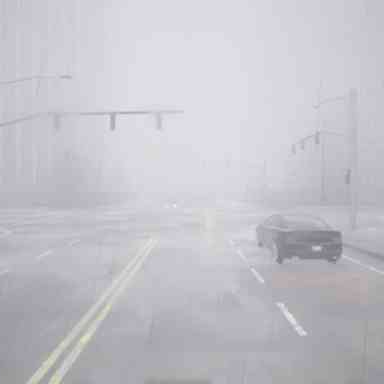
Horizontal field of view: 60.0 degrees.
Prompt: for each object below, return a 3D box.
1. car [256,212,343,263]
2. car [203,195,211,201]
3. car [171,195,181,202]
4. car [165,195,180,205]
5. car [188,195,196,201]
[{"bbox_3d":[3.583,1.458,11.963,1.882,1.535,5.008,0,0,1],"label":"car"},{"bbox_3d":[3.484,1.445,77.892,1.895,1.301,4.718,0,0,0],"label":"car"},{"bbox_3d":[-3.515,1.380,72.897,1.837,1.490,4.892,0,0,0],"label":"car"},{"bbox_3d":[-3.552,1.506,57.745,1.895,1.301,4.718,0,0,1],"label":"car"},{"bbox_3d":[-0.016,1.402,77.861,1.994,1.385,4.181,0,0,0],"label":"car"}]
